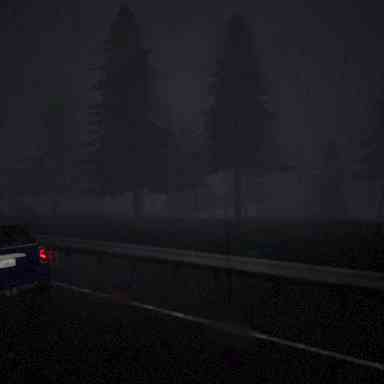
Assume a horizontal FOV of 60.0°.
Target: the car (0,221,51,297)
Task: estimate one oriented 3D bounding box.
[{"bbox_3d":[-5.370,1.446,7.769,4.553,1.767,2.097,-1,0,35],"label":"car"}]
